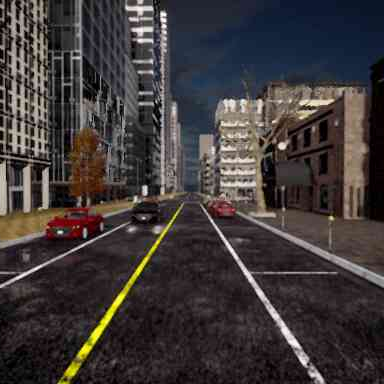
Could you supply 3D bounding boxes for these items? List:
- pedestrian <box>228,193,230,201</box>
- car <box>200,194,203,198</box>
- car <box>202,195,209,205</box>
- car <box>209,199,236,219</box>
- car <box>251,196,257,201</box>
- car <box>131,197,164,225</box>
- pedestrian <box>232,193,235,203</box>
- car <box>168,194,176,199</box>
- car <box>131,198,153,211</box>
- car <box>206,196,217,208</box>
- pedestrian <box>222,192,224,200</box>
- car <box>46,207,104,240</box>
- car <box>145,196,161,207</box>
[{"bbox_3d":[7.120,1.118,64.415,0.375,1.860,0.375,-1,1,0],"label":"pedestrian"},{"bbox_3d":[2.794,1.358,56.260,1.752,1.417,4.829,-1,0,0],"label":"car"},{"bbox_3d":[2.797,1.416,44.802,2.008,1.369,4.403,-1,0,0],"label":"car"},{"bbox_3d":[2.706,1.497,27.869,1.802,1.307,4.206,-1,0,0],"label":"car"},{"bbox_3d":[16.294,1.400,79.227,4.403,1.369,2.008,0,1,1],"label":"car"},{"bbox_3d":[-3.104,1.405,23.814,1.882,1.535,5.008,0,0,0],"label":"car"},{"bbox_3d":[8.119,1.145,65.016,0.375,1.860,0.375,-1,1,0],"label":"pedestrian"},{"bbox_3d":[-5.726,1.251,93.873,1.752,1.417,4.829,-1,0,0],"label":"car"},{"bbox_3d":[-5.814,1.432,39.212,2.008,1.369,4.403,-1,0,0],"label":"car"},{"bbox_3d":[2.739,1.443,33.513,1.887,1.381,4.507,-1,0,0],"label":"car"},{"bbox_3d":[6.119,0.958,65.612,0.375,1.860,0.375,-1,1,0],"label":"pedestrian"},{"bbox_3d":[-5.705,1.494,16.637,1.887,1.381,4.507,-1,0,0],"label":"car"},{"bbox_3d":[-5.844,1.393,50.501,1.887,1.381,4.507,-1,0,0],"label":"car"}]
